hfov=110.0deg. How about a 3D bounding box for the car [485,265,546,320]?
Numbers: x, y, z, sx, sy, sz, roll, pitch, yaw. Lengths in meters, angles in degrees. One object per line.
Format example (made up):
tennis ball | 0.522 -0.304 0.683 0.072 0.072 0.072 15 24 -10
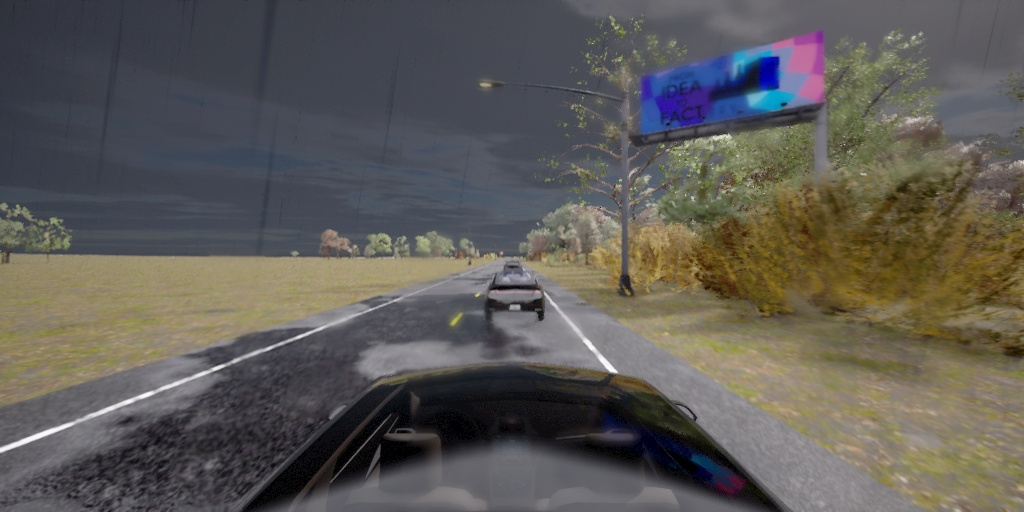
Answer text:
car | 0.094 1.247 12.591 2.128 1.511 4.902 0 0 0

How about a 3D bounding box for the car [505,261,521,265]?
car | 0.094 1.273 35.415 1.837 1.490 4.892 0 0 0
